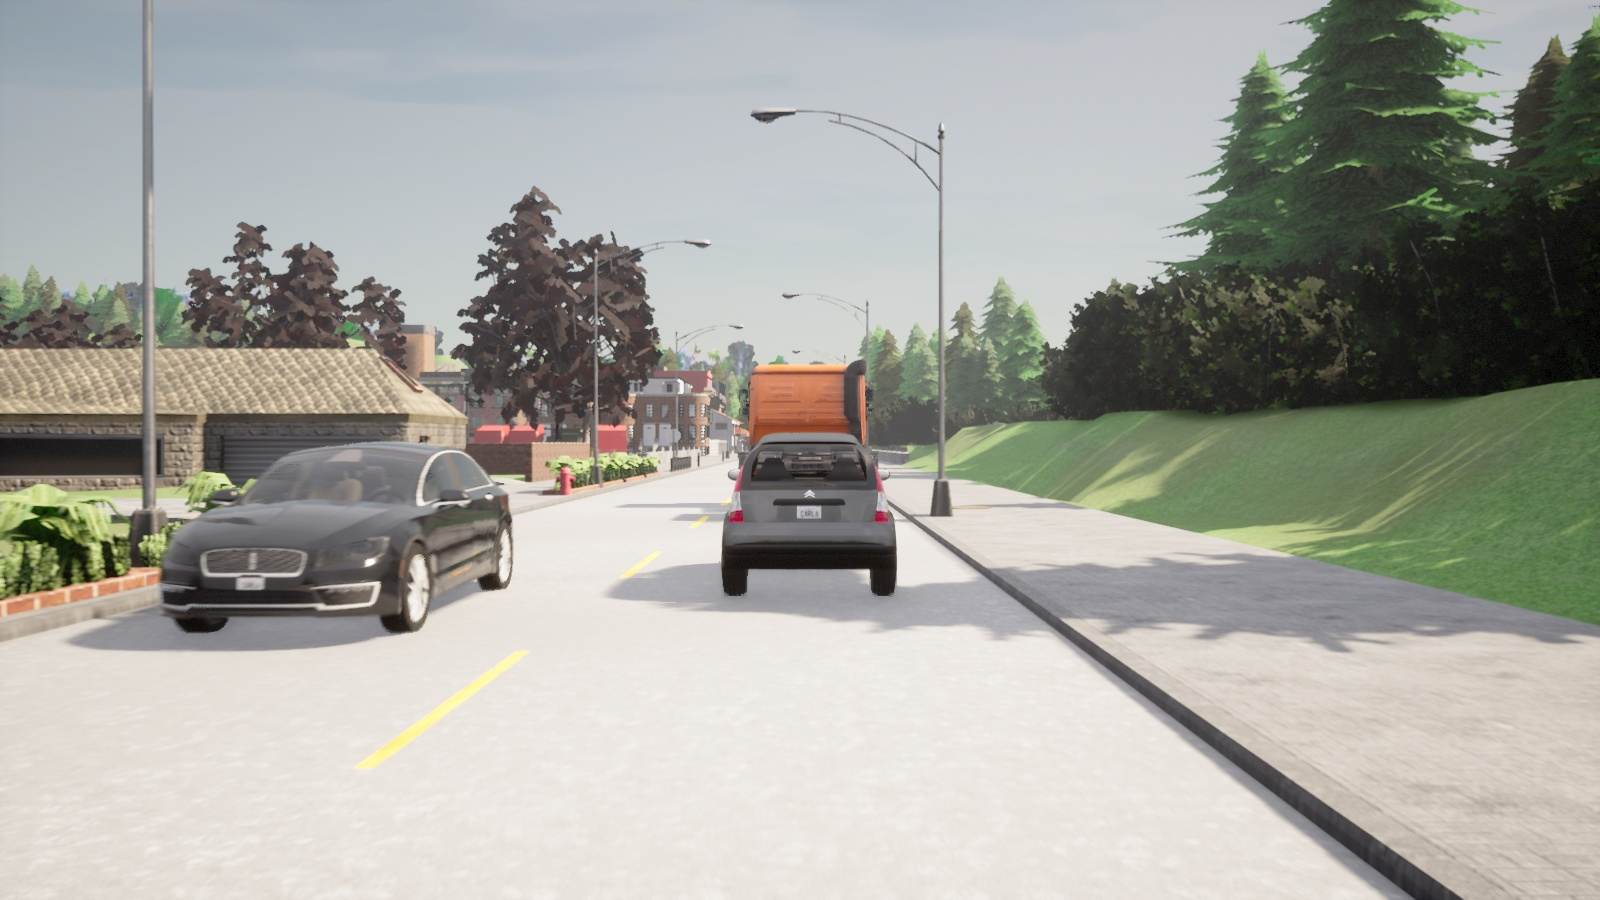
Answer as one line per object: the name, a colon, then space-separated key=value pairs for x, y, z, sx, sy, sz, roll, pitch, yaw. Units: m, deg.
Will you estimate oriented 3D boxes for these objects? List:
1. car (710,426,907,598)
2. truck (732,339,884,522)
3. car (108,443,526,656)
car: x=0.094 y=0.570 z=13.795 sx=1.851 sy=1.617 sz=3.988 roll=0 pitch=0 yaw=0
truck: x=0.168 y=-0.386 z=27.765 sx=2.891 sy=3.462 sz=7.936 roll=0 pitch=0 yaw=0
car: x=-3.921 y=0.687 z=11.256 sx=1.837 sy=1.490 sz=4.892 roll=0 pitch=0 yaw=0
